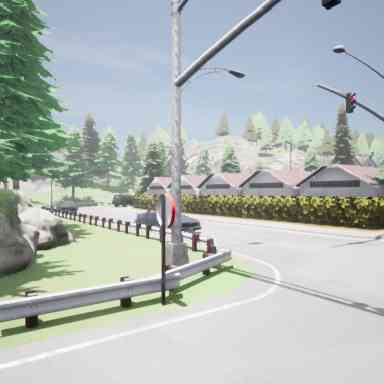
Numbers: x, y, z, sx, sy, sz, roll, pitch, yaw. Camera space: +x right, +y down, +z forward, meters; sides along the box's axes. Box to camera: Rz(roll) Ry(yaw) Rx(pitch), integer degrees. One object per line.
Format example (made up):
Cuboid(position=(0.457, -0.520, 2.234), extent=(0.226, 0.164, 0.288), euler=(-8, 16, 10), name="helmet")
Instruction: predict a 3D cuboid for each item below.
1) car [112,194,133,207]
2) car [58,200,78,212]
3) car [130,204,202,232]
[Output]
Cuboid(position=(-10.393, 1.398, 54.114), extent=(2.150, 2.045, 5.566), euler=(0, 0, 37), name="car")
Cuboid(position=(-15.257, 1.735, 40.646), extent=(2.033, 1.411, 5.357), euler=(0, 0, -26), name="car")
Cuboid(position=(-1.674, 1.739, 20.972), extent=(2.033, 1.411, 5.357), euler=(0, 0, -38), name="car")
